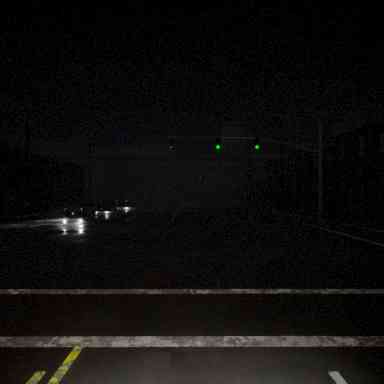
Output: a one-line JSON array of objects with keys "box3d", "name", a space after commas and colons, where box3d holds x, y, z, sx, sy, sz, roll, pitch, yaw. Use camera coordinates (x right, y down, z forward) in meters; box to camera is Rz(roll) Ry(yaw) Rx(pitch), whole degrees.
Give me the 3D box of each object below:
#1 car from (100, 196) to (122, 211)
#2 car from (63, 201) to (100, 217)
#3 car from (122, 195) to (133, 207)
[{"box3d": [-10.588, 1.547, 41.462, 2.033, 1.411, 5.357, 0, 0, 0], "name": "car"}, {"box3d": [-10.583, 1.601, 31.738, 1.895, 1.301, 4.718, 0, 0, 0], "name": "car"}, {"box3d": [-10.577, 1.353, 51.451, 2.097, 1.767, 4.553, 0, 0, 0], "name": "car"}]
